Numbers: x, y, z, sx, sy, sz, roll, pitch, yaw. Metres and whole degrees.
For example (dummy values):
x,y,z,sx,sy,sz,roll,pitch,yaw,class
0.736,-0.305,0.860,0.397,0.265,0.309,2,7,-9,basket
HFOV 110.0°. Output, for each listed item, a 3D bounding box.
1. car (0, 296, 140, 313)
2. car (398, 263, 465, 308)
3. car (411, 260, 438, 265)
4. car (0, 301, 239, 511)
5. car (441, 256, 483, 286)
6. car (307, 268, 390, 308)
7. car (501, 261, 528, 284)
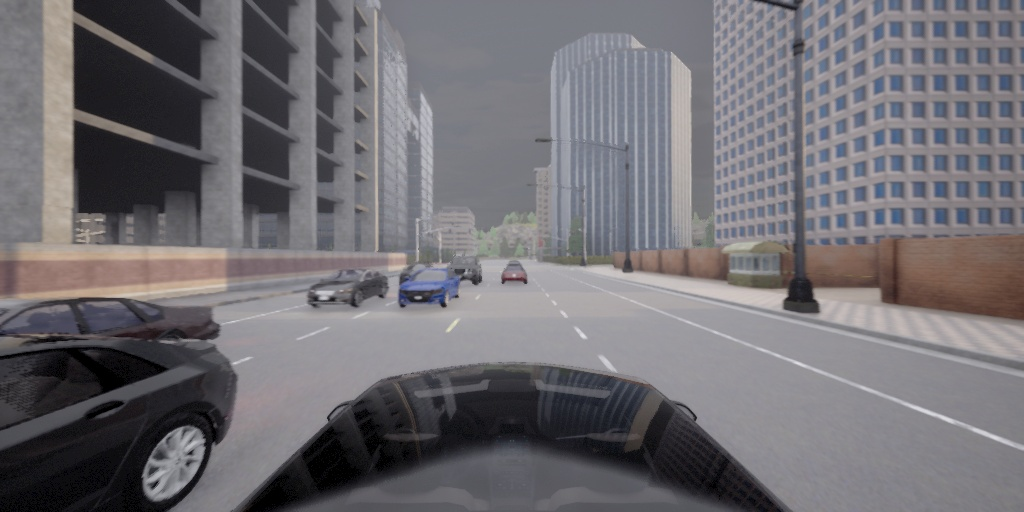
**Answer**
x,y,z,sx,sy,sz,roll,pitch,yaw,class
-7.098,1.339,5.171,2.033,1.411,5.357,0,0,0,car
-3.446,1.270,15.711,1.882,1.535,5.008,0,0,0,car
-6.903,1.298,26.840,1.882,1.535,5.008,0,0,1,car
-3.615,1.273,1.505,1.837,1.490,4.892,0,0,0,car
-3.409,1.028,26.386,2.150,2.045,5.566,0,0,1,car
-6.946,1.301,15.728,2.128,1.511,4.902,0,0,0,car
0.186,1.349,27.773,1.994,1.385,4.181,0,0,1,car
